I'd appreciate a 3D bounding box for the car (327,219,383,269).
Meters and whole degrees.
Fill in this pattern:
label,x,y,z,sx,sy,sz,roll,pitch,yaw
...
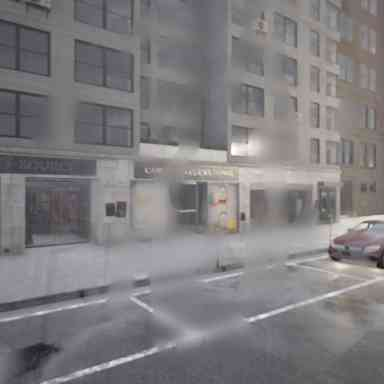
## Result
label,x,y,z,sx,sy,sz,roll,pitch,yaw
car,6.253,1.582,11.027,4.206,1.307,1.802,0,0,-36
